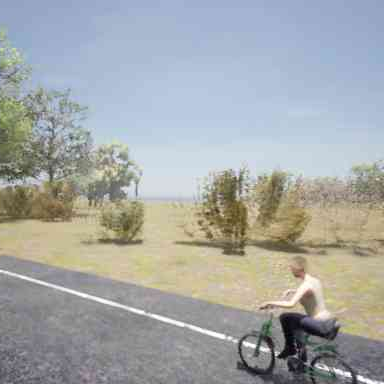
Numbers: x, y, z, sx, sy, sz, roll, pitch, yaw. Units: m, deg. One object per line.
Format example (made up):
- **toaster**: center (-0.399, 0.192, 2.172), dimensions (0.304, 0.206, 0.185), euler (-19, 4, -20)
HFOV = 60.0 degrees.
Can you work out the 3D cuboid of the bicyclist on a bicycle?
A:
- **bicyclist on a bicycle**: center (1.229, 1.586, 4.095), dimensions (1.509, 1.612, 0.866), euler (-1, -2, 37)
